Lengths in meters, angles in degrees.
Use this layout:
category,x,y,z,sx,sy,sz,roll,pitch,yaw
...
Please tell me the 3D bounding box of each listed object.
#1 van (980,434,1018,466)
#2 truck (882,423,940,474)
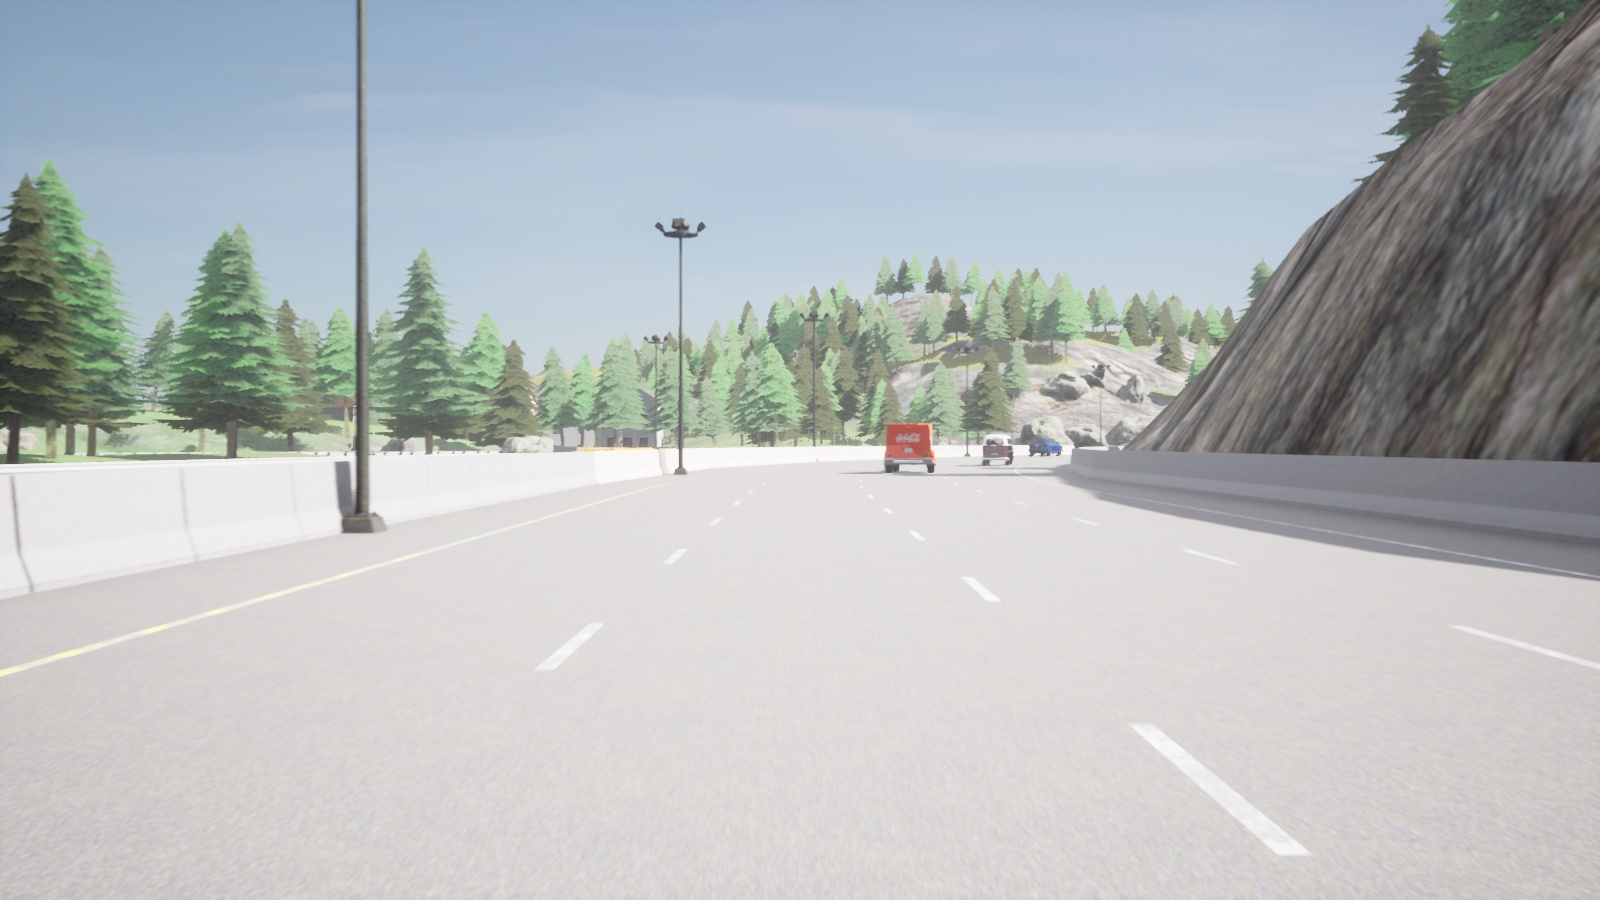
category,x,y,z,sx,sy,sz,roll,pitch,yaw
van,13.176,0.016,83.053,2.069,2.038,4.480,0,0,15
truck,5.729,-0.094,64.032,2.627,2.467,5.204,0,0,8
